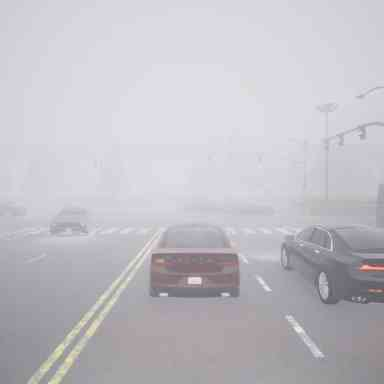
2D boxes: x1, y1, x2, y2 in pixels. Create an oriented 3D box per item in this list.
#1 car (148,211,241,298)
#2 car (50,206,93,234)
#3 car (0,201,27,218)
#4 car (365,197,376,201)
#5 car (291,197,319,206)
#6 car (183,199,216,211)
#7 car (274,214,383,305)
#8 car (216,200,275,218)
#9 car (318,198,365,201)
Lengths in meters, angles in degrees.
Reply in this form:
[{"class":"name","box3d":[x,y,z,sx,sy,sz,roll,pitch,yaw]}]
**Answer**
[{"class":"car","box3d":[0.057,1.478,8.591,1.882,1.535,5.008,0,0,0]},{"class":"car","box3d":[-6.806,1.547,19.416,2.033,1.411,5.357,0,0,-13]},{"class":"car","box3d":[-17.245,1.504,29.518,4.892,1.490,1.837,0,0,0]},{"class":"car","box3d":[20.490,1.547,43.577,5.357,1.411,2.033,0,0,0]},{"class":"car","box3d":[16.571,1.505,47.091,4.892,1.490,1.837,0,0,0]},{"class":"car","box3d":[1.569,1.491,32.948,4.902,1.511,2.128,0,0,0]},{"class":"car","box3d":[3.555,1.505,8.078,1.837,1.490,4.892,0,0,0]},{"class":"car","box3d":[4.843,1.491,29.434,4.902,1.511,2.128,0,0,0]},{"class":"car","box3d":[17.974,1.564,40.087,4.181,1.385,1.994,0,0,0]}]
